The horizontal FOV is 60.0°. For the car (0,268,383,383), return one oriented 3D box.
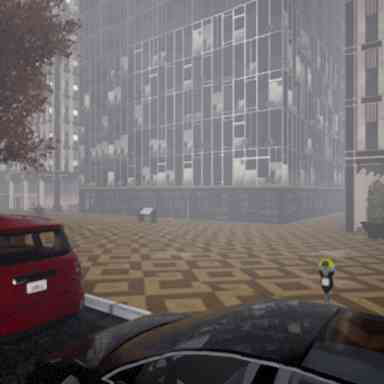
[{"bbox_3d":[0.534,1.565,2.498,4.313,1.339,1.947,0,0,36],"label":"car"}]

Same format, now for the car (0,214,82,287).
[{"bbox_3d":[-3.956,1.308,5.714,5.009,1.841,2.192,0,0,36],"label":"car"}]
